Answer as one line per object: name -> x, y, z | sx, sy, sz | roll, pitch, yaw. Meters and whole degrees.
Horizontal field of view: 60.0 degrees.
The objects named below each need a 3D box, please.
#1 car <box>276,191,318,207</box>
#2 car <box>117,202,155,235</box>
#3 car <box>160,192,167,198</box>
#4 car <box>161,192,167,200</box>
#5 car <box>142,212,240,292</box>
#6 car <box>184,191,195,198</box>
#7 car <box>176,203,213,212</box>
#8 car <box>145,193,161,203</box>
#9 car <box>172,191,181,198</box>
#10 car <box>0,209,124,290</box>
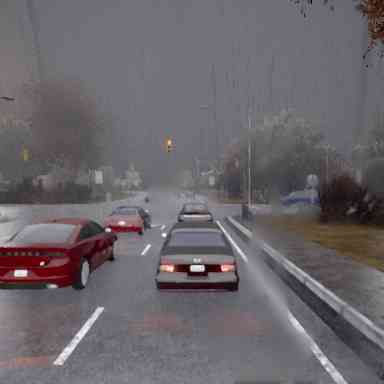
car -> 13.805, 0.882, 43.244 | 5.566, 2.045, 2.150 | -1, 1, -4
car -> -3.379, 1.455, 18.047 | 1.994, 1.385, 4.181 | 0, 1, 0
car -> -7.511, 0.736, 88.128 | 1.895, 1.301, 4.718 | 0, 1, -3
car -> -6.988, 0.851, 72.743 | 1.882, 1.535, 5.008 | 0, 1, 0
car -> 0.110, 1.514, 8.984 | 2.033, 1.411, 5.357 | 0, 0, 0
car -> -0.394, 0.699, 86.243 | 2.128, 1.511, 4.902 | 0, 1, -4
car -> 0.150, 1.377, 18.676 | 2.128, 1.511, 4.902 | 0, 1, -1
car -> -7.011, 1.015, 57.601 | 1.882, 1.535, 5.008 | 0, 1, 0
car -> -3.895, 0.770, 86.161 | 1.895, 1.301, 4.718 | 0, 1, -4
car -> -3.388, 1.444, 9.060 | 1.882, 1.535, 5.008 | 0, 0, 0
